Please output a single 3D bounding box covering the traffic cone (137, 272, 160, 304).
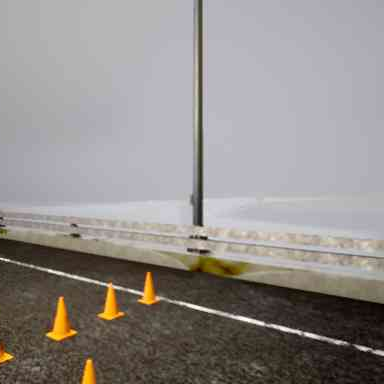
[{"bbox_3d":[-0.897,1.954,6.883,0.340,0.580,0.340,0,0,36],"label":"traffic cone"}]

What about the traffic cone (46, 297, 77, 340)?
[{"bbox_3d":[-2.060,1.952,5.257,0.340,0.580,0.340,0,0,36],"label":"traffic cone"}]

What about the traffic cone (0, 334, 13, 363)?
[{"bbox_3d":[-2.642,1.951,4.444,0.340,0.580,0.340,0,0,36],"label":"traffic cone"}]

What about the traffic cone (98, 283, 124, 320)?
[{"bbox_3d":[-1.479,1.953,6.070,0.340,0.580,0.340,0,0,36],"label":"traffic cone"}]

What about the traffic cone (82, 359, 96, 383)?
[{"bbox_3d":[-1.016,1.954,3.280,0.340,0.580,0.340,0,0,36],"label":"traffic cone"}]
